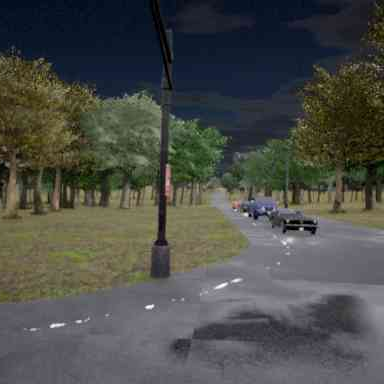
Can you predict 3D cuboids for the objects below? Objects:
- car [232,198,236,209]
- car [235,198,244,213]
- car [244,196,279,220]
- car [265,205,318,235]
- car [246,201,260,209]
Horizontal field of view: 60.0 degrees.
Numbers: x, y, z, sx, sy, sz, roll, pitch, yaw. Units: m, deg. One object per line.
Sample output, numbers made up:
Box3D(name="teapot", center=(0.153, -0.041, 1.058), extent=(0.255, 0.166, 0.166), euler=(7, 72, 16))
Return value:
Box3D(name="car", center=(7.244, 1.742, 50.453), extent=(2.097, 1.767, 4.553), euler=(2, -1, 2))
Box3D(name="car", center=(6.844, 1.794, 40.165), extent=(2.033, 1.411, 5.357), euler=(2, 0, 2))
Box3D(name="car", center=(6.388, 1.384, 29.903), extent=(2.150, 2.045, 5.566), euler=(2, 0, 2))
Box3D(name="car", center=(5.972, 1.701, 20.046), extent=(1.895, 1.301, 4.718), euler=(2, 0, 2))
Box3D(name="car", center=(11.127, 2.328, 60.763), extent=(1.895, 1.301, 4.718), euler=(2, -1, 2))
